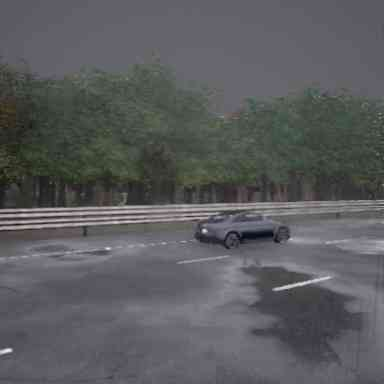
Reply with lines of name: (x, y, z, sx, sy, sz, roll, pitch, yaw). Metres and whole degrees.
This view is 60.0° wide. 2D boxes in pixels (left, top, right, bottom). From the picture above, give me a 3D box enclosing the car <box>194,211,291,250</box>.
car: (2.166, 1.477, 13.942, 4.181, 1.385, 1.994, 0, 0, -33)
